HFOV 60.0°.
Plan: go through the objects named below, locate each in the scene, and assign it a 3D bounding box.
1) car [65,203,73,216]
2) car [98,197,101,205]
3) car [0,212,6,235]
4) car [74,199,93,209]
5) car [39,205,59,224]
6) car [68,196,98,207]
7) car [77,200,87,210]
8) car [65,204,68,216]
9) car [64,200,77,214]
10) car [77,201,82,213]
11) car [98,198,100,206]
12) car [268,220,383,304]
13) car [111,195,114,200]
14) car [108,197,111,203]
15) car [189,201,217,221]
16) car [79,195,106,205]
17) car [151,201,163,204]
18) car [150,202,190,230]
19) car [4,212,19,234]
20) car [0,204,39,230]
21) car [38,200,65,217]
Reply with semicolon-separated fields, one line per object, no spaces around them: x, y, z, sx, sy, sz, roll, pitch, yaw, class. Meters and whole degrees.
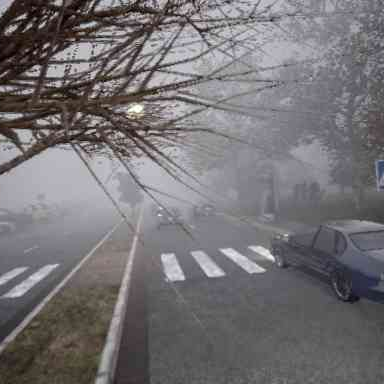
-18.341;2.680;42.864;4.674;1.452;2.002;-5;1;-28;car
-21.792;2.503;66.553;5.366;1.575;1.946;-5;1;-28;car
-15.633;2.600;21.939;5.366;1.575;1.946;-5;1;-28;car
-20.371;2.572;57.743;4.792;1.488;2.163;-5;1;-28;car
-16.949;2.630;34.020;5.366;1.575;1.946;-5;0;-28;car
-20.806;2.273;60.713;5.566;2.045;2.435;-5;1;-28;car
-19.567;2.588;51.780;5.008;1.535;2.097;-5;1;-28;car
-17.952;2.676;39.864;4.792;1.488;2.163;-5;1;-28;car
-18.791;2.501;45.819;4.553;1.767;2.185;-5;1;-28;car
-19.163;2.648;48.807;4.674;1.452;2.002;-5;1;-28;car
-21.056;2.489;63.761;5.366;1.575;1.946;-5;1;-28;car
3.546;1.383;7.870;2.033;1.411;5.357;-4;0;-8;car
-24.953;2.201;90.406;5.566;2.045;2.435;-5;1;-28;car
-24.098;2.450;84.479;4.892;1.521;2.231;-5;0;-28;car
0.792;1.495;27.810;2.128;1.511;4.902;-4;0;-8;car
-22.492;2.218;72.564;5.566;2.045;2.435;-5;1;-28;car
-4.112;1.801;41.180;1.994;1.385;4.181;-4;1;-7;car
-1.654;1.724;23.183;2.033;1.411;5.357;-4;0;-7;car
-15.884;2.651;25.007;4.674;1.452;2.002;-5;0;-28;car
-16.287;2.378;28.001;5.566;2.045;2.435;-5;0;-28;car
-17.563;2.400;36.890;5.566;2.045;2.435;-5;1;-28;car
